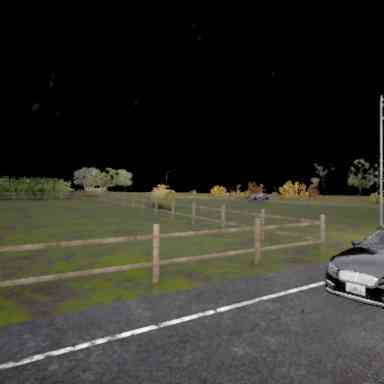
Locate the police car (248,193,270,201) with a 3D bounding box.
[{"bbox_3d":[13.648,1.034,67.821,1.930,1.638,5.238,2,0,-32],"label":"police car"}]

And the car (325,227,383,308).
[{"bbox_3d":[5.013,1.541,7.573,4.902,1.511,2.128,0,0,-36],"label":"car"}]
